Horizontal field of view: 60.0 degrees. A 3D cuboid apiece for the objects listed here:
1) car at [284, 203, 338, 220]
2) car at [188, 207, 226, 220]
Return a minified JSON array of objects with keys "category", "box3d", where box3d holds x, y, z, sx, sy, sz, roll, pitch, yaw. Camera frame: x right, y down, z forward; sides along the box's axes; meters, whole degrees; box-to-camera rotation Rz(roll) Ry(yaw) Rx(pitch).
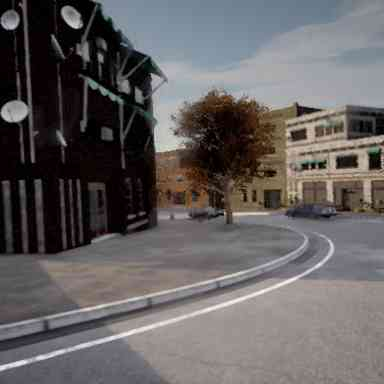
[{"category":"car","box3d":[10.979,1.795,31.131,2.033,1.411,5.357,-3,-1,-23]},{"category":"car","box3d":[1.639,2.478,39.336,2.033,1.411,5.357,-4,-1,-35]}]
